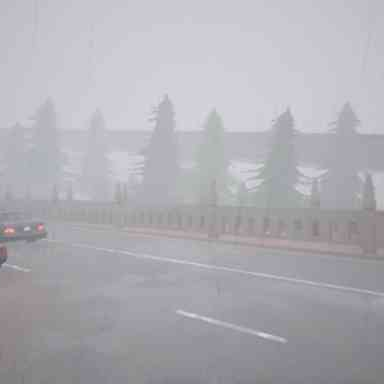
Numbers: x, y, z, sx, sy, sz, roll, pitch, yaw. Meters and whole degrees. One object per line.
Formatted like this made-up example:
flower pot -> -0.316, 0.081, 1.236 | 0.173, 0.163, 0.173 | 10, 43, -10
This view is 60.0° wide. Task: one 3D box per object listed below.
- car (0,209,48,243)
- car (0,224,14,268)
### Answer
car -> -8.399, 1.457, 14.284 | 5.357, 1.411, 2.033 | 0, 0, 36
car -> -7.029, 1.538, 9.007 | 4.718, 1.301, 1.895 | 0, 0, 36
